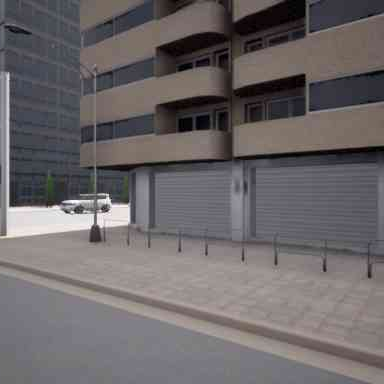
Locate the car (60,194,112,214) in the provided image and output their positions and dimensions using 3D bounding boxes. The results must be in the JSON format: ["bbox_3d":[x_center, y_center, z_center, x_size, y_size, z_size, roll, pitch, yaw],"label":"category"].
[{"bbox_3d":[-11.097,1.217,35.207,2.150,2.045,5.566,0,0,36],"label":"car"}]
